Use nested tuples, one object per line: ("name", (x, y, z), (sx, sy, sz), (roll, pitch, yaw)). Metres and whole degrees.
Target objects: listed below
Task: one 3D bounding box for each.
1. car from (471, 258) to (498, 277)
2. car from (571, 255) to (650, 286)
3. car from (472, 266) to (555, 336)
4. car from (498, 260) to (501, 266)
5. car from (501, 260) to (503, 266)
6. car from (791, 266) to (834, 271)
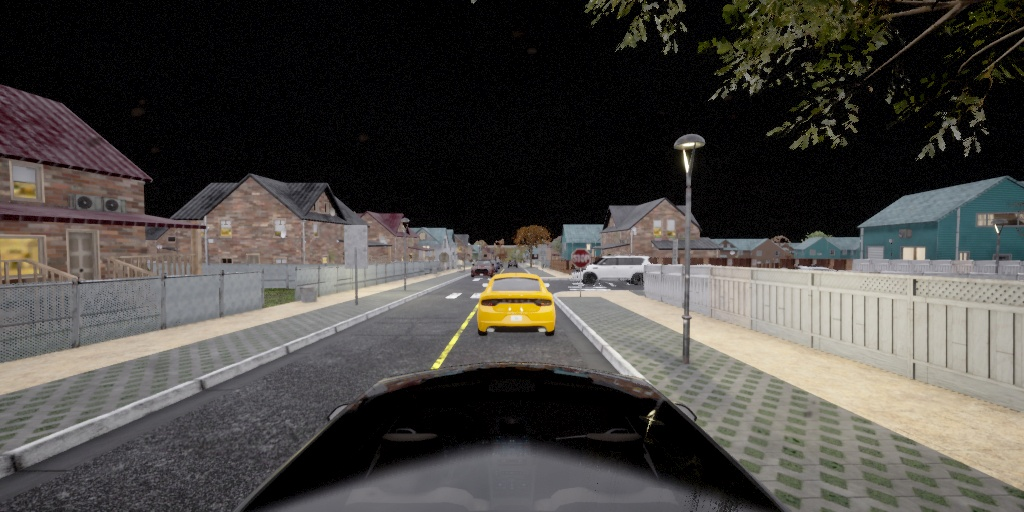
("car", (-2.826, 1.153, 35.555), (2.097, 1.767, 4.553), (0, 0, 0))
("car", (6.990, 0.969, 25.124), (5.566, 2.045, 2.150), (0, 2, 1))
("car", (0.118, 1.227, 10.433), (1.882, 1.535, 5.008), (0, 0, 0))
("car", (-2.818, 1.196, 45.519), (2.097, 1.767, 4.553), (0, 0, 0))
("car", (-2.805, 1.461, 56.777), (2.033, 1.411, 5.357), (0, 0, 0))
("car", (19.321, 1.381, 23.687), (4.674, 1.442, 1.812), (1, 2, 11))
